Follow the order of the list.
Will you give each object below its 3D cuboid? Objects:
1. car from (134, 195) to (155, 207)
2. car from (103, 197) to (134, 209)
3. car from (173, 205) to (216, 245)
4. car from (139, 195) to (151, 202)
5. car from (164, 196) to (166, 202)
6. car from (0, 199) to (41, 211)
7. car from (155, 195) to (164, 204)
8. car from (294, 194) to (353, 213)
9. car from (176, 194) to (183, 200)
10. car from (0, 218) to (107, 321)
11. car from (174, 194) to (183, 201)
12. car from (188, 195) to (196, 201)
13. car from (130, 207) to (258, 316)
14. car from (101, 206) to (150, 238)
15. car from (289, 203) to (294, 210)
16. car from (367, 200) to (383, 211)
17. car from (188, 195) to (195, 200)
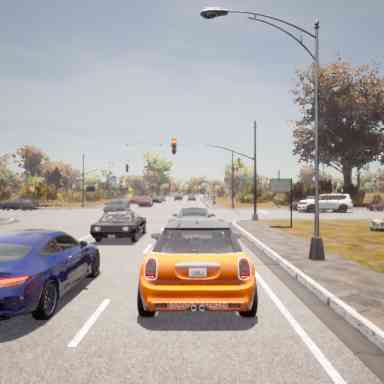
[{"bbox_3d":[-6.982,1.477,49.720,1.882,1.535,5.008,0,0,-2],"label":"car"},{"bbox_3d":[-7.117,1.505,31.721,1.837,1.490,4.892,0,0,0],"label":"car"},{"bbox_3d":[0.091,1.505,16.605,1.837,1.490,4.892,0,0,0],"label":"car"},{"bbox_3d":[-10.539,1.525,74.918,2.128,1.511,4.902,0,0,0],"label":"car"},{"bbox_3d":[-7.040,1.525,75.711,2.128,1.511,4.902,0,0,0],"label":"car"},{"bbox_3d":[-21.427,1.547,41.015,5.357,1.411,2.033,0,0,11],"label":"car"},{"bbox_3d":[-7.072,1.601,65.119,1.895,1.301,4.718,0,0,0],"label":"car"},{"bbox_3d":[14.447,1.221,36.110,5.566,2.045,2.150,0,0,3],"label":"car"},{"bbox_3d":[-3.505,1.374,95.025,1.812,1.442,4.674,0,0,1],"label":"car"},{"bbox_3d":[-3.404,1.526,7.180,1.812,1.442,4.674,0,0,0],"label":"car"},{"bbox_3d":[-3.540,1.492,84.617,1.837,1.490,4.892,0,0,0],"label":"car"},{"bbox_3d":[-0.041,1.552,84.748,1.994,1.385,4.181,0,0,0],"label":"car"},{"bbox_3d":[0.096,1.352,7.647,2.097,1.767,4.553,0,0,0],"label":"car"},{"bbox_3d":[-3.409,1.601,16.338,1.895,1.301,4.718,0,0,0],"label":"car"},{"bbox_3d":[14.064,1.505,39.639,4.892,1.490,1.837,0,0,3],"label":"car"},{"bbox_3d":[22.954,1.556,39.160,4.181,1.385,1.994,0,0,3],"label":"car"},{"bbox_3d":[-0.007,1.595,94.785,1.895,1.301,4.718,0,0,1],"label":"car"}]
